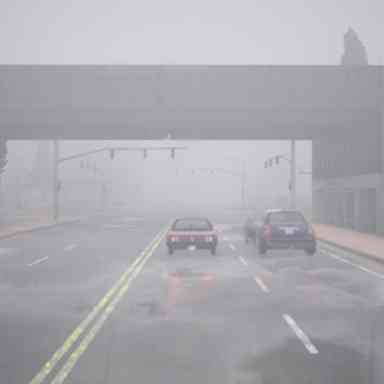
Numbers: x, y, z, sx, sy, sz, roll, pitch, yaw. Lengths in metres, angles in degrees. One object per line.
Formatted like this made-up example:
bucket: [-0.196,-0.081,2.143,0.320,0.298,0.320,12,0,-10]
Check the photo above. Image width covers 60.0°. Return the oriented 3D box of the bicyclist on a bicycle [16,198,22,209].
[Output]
bicyclist on a bicycle: [-25.998,1.767,50.098,0.582,1.620,1.656,0,0,0]

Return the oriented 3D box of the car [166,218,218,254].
car: [0.005,1.733,14.104,1.895,1.301,4.718,0,0,0]

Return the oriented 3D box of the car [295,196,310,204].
car: [19.538,1.723,60.797,1.905,1.878,3.866,0,-1,0]

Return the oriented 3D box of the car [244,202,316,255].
car: [3.505,1.482,14.083,2.097,1.767,4.553,0,-1,0]

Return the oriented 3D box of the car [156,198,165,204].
car: [-8.073,2.343,86.204,2.033,1.411,5.357,0,-1,0]

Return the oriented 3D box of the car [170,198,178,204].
car: [-4.573,2.303,86.228,1.837,1.490,4.892,0,-1,0]

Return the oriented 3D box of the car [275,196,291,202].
car: [16.644,1.721,60.843,1.932,1.855,4.605,0,-1,0]

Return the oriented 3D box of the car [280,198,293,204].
car: [22.190,2.125,78.270,1.970,1.475,3.806,0,-1,0]
